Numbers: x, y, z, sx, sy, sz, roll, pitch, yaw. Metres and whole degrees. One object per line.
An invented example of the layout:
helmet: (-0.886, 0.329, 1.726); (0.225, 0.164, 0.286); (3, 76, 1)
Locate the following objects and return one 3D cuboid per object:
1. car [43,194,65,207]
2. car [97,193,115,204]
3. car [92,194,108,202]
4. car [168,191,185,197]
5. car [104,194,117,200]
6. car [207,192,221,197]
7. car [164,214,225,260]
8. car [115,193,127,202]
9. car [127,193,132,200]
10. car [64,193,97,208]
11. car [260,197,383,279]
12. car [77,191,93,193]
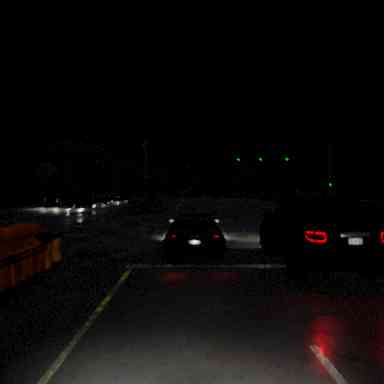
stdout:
car: (-17.624, 1.033, 43.455); (2.097, 1.767, 4.553); (0, 0, 0)
car: (-14.083, 1.132, 52.740); (1.812, 1.442, 4.674); (0, 0, 0)
car: (-17.557, 1.048, 63.476); (1.812, 1.442, 4.674); (0, 0, 0)
car: (-4.496, 0.761, 95.393); (1.837, 1.490, 4.892); (0, 0, -22)
car: (-17.642, 1.047, 72.343); (1.895, 1.301, 4.718); (0, 0, -3)
car: (6.676, 0.770, 94.832); (1.837, 1.490, 4.892); (0, 0, -18)
car: (0.087, 1.490, 12.160); (1.994, 1.385, 4.181); (0, 0, 0)
car: (-14.055, 0.888, 61.696); (2.097, 1.767, 4.553); (0, 0, 0)
car: (-14.118, 1.002, 70.961); (2.033, 1.411, 5.357); (0, 0, 0)
car: (-14.122, 1.193, 42.479); (1.837, 1.490, 4.892); (0, 0, 0)
car: (3.589, 1.163, 9.979); (2.150, 2.045, 5.566); (0, 0, 0)
car: (-17.567, 0.819, 53.951); (2.150, 2.045, 5.566); (0, 0, 0)
